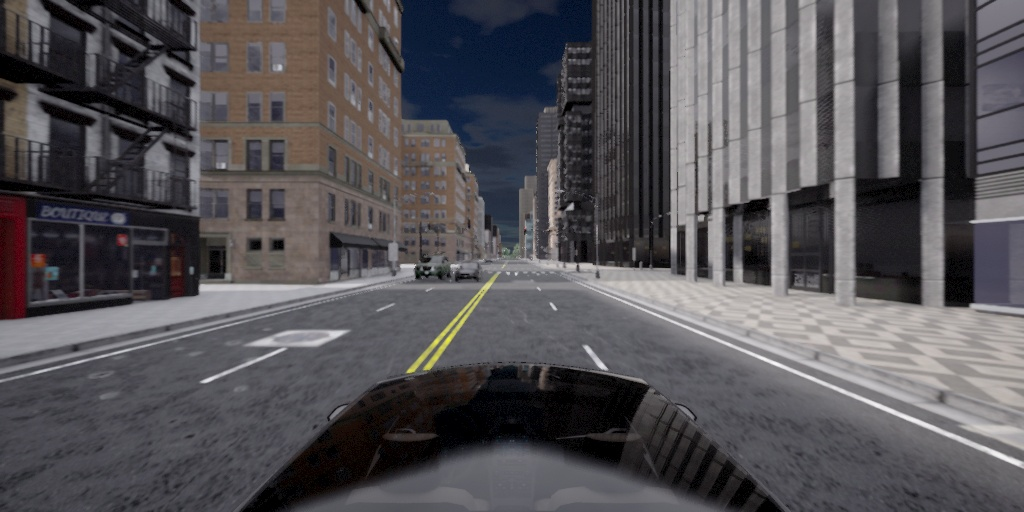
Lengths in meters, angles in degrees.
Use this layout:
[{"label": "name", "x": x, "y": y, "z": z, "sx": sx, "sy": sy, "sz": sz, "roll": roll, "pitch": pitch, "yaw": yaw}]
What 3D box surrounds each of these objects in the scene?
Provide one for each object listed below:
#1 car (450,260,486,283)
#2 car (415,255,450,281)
[{"label": "car", "x": -3.338, "y": 1.239, "z": 28.309, "sx": 1.837, "sy": 1.490, "sz": 4.892, "roll": 0, "pitch": -1, "yaw": 0}, {"label": "car", "x": -6.580, "y": 0.955, "z": 30.530, "sx": 2.150, "sy": 2.045, "sz": 5.566, "roll": 0, "pitch": 0, "yaw": 0}]
